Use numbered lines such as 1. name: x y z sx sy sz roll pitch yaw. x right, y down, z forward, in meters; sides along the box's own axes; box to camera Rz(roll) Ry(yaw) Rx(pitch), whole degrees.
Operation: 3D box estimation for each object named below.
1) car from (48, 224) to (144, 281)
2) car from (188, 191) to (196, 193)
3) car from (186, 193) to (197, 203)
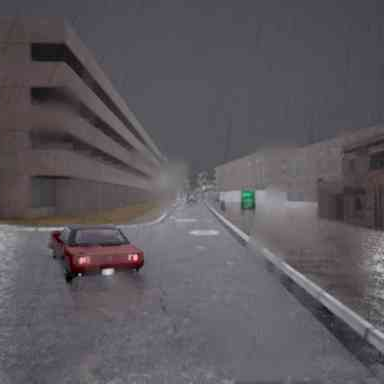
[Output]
1. car: -3.130 1.636 10.160 1.895 1.301 4.718 3 0 -29
2. car: -0.049 0.843 73.898 2.150 2.045 5.566 0 0 0
3. car: -0.042 1.399 63.436 2.033 1.411 5.357 0 1 0
